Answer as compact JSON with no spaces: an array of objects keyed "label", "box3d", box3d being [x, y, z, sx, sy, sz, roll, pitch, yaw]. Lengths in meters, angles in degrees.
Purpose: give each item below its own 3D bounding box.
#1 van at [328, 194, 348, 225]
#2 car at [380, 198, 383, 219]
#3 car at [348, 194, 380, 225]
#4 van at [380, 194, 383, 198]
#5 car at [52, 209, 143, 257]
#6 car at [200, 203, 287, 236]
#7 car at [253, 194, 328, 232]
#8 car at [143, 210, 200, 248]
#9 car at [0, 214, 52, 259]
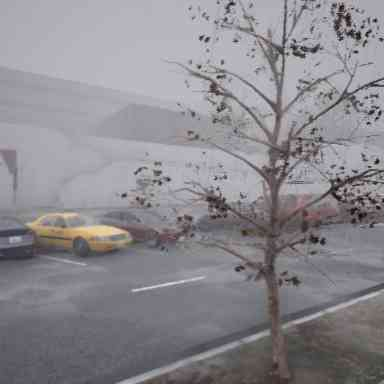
[{"label":"van","box3d":[7.425,1.216,21.756,4.442,1.987,1.878,-1,-1,35]},{"label":"car","box3d":[12.193,1.405,25.272,4.892,1.521,2.231,-1,0,35]},{"label":"car","box3d":[9.782,1.172,23.537,5.566,2.045,2.435,-1,-1,35]},{"label":"van","box3d":[14.518,1.160,27.072,4.442,1.987,1.878,-1,0,35]},{"label":"car","box3d":[-4.672,1.492,13.062,5.366,1.575,1.946,-1,-1,35]},{"label":"car","box3d":[2.468,1.516,18.352,4.674,1.452,2.002,-1,0,35]},{"label":"car","box3d":[4.868,1.211,20.101,5.566,2.045,2.435,-1,0,35]},{"label":"car","box3d":[-2.371,1.524,14.877,4.792,1.488,2.163,-1,-1,35]},{"label":"car","box3d":[-7.288,1.527,11.443,4.792,1.488,2.163,-1,-1,35]}]
